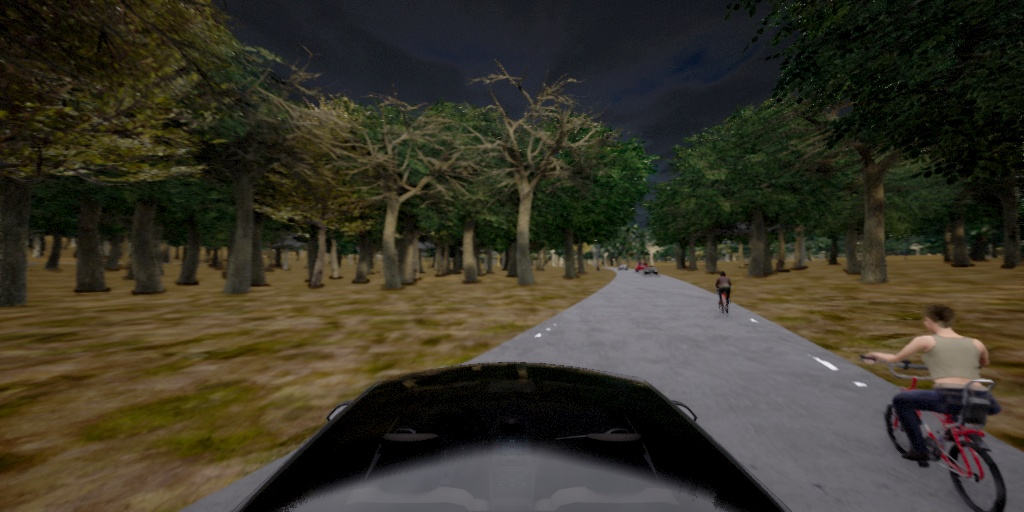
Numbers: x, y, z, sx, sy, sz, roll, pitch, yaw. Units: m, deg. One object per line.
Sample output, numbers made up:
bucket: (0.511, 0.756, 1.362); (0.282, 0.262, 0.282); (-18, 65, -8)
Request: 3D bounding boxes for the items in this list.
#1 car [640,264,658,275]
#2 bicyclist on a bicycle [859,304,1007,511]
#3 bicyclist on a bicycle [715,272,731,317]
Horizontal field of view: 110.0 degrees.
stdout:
car: (21.416, 2.287, 55.521); (1.895, 1.301, 4.718); (0, -1, 16)
bicyclist on a bicycle: (3.876, 1.242, 3.304); (0.866, 1.612, 1.509); (0, -2, 23)
bicyclist on a bicycle: (8.023, 1.434, 13.599); (0.582, 1.620, 1.656); (0, -1, 21)
